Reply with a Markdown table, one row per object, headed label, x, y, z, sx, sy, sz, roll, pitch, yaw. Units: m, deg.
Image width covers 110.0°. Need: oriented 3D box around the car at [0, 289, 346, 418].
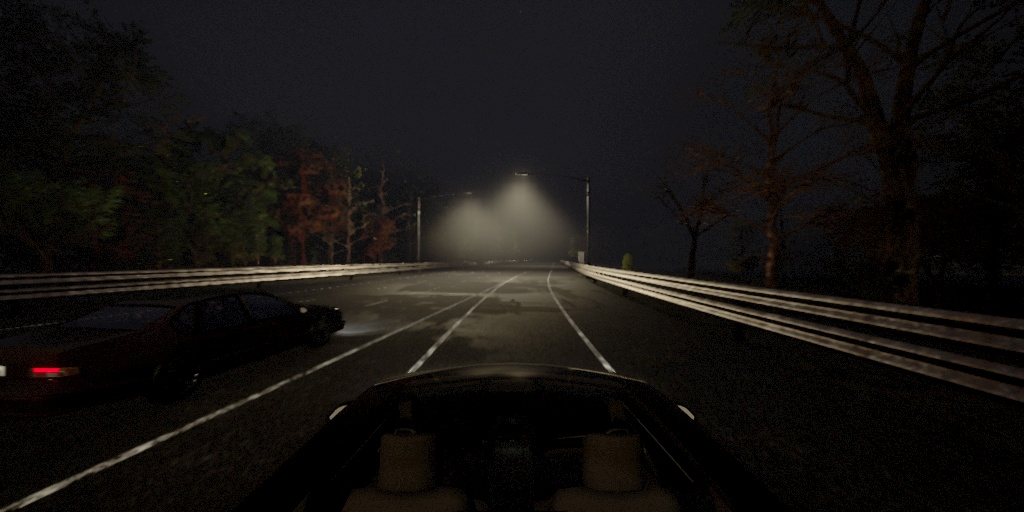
| label | x | y | z | sx | sy | sz | roll | pitch | yaw |
| --- | --- | --- | --- | --- | --- | --- | --- | --- | --- |
| car | -5.260 | 1.299 | 6.350 | 2.033 | 1.411 | 5.357 | 0 | 0 | 7 |
